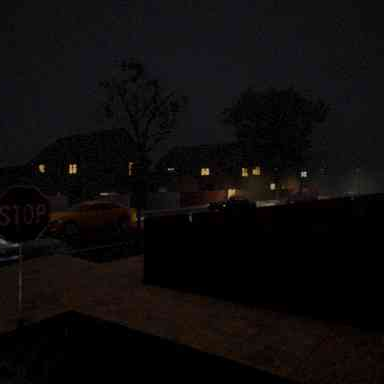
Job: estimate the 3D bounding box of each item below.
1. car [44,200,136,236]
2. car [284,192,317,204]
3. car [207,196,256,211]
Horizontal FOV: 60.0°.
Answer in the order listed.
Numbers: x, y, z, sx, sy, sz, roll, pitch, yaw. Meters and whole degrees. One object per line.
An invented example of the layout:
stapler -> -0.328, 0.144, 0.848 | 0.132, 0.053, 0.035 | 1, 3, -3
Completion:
car -> -5.175, 1.204, 16.971 | 1.882, 1.535, 5.008 | 1, 3, 40
car -> 12.394, 0.681, 37.576 | 2.033, 1.411, 5.357 | 1, 2, 41
car -> 3.231, 1.041, 26.852 | 1.895, 1.301, 4.718 | 1, 2, 40
